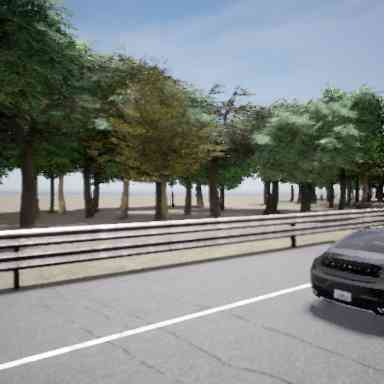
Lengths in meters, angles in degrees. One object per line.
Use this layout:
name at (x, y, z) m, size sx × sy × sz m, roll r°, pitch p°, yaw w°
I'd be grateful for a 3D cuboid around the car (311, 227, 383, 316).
car at (4.523, 1.507, 7.014) m, size 4.892 × 1.490 × 1.837 m, roll 0°, pitch 0°, yaw -35°
